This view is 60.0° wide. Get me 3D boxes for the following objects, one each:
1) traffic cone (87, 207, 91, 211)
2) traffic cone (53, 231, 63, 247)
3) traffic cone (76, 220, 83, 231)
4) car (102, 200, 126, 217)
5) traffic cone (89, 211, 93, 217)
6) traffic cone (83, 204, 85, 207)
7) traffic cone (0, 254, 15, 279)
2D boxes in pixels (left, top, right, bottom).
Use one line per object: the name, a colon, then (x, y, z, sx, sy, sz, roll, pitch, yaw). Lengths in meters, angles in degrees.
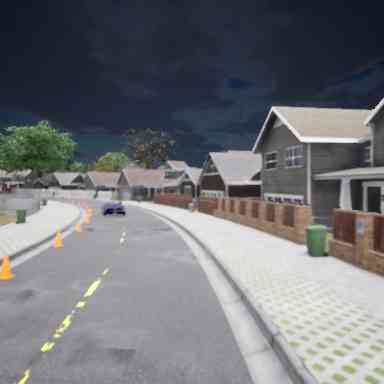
traffic cone: (-8.492, 1.763, 27.849, 0.340, 0.580, 0.340, -1, 1, -16)
traffic cone: (-5.426, 1.897, 13.535, 0.340, 0.580, 0.340, 0, 0, -8)
traffic cone: (-6.224, 1.860, 18.352, 0.340, 0.580, 0.340, 0, 1, -11)
car: (-6.809, 1.385, 28.843, 1.895, 1.301, 4.718, -1, 1, -17)
traffic cone: (-7.246, 1.815, 23.128, 0.340, 0.580, 0.340, 0, 1, -13)
traffic cone: (-11.636, 1.641, 37.092, 0.340, 0.580, 0.340, -1, 1, -21)
traffic cone: (-4.853, 1.928, 8.685, 0.340, 0.580, 0.340, 0, 0, -5)
